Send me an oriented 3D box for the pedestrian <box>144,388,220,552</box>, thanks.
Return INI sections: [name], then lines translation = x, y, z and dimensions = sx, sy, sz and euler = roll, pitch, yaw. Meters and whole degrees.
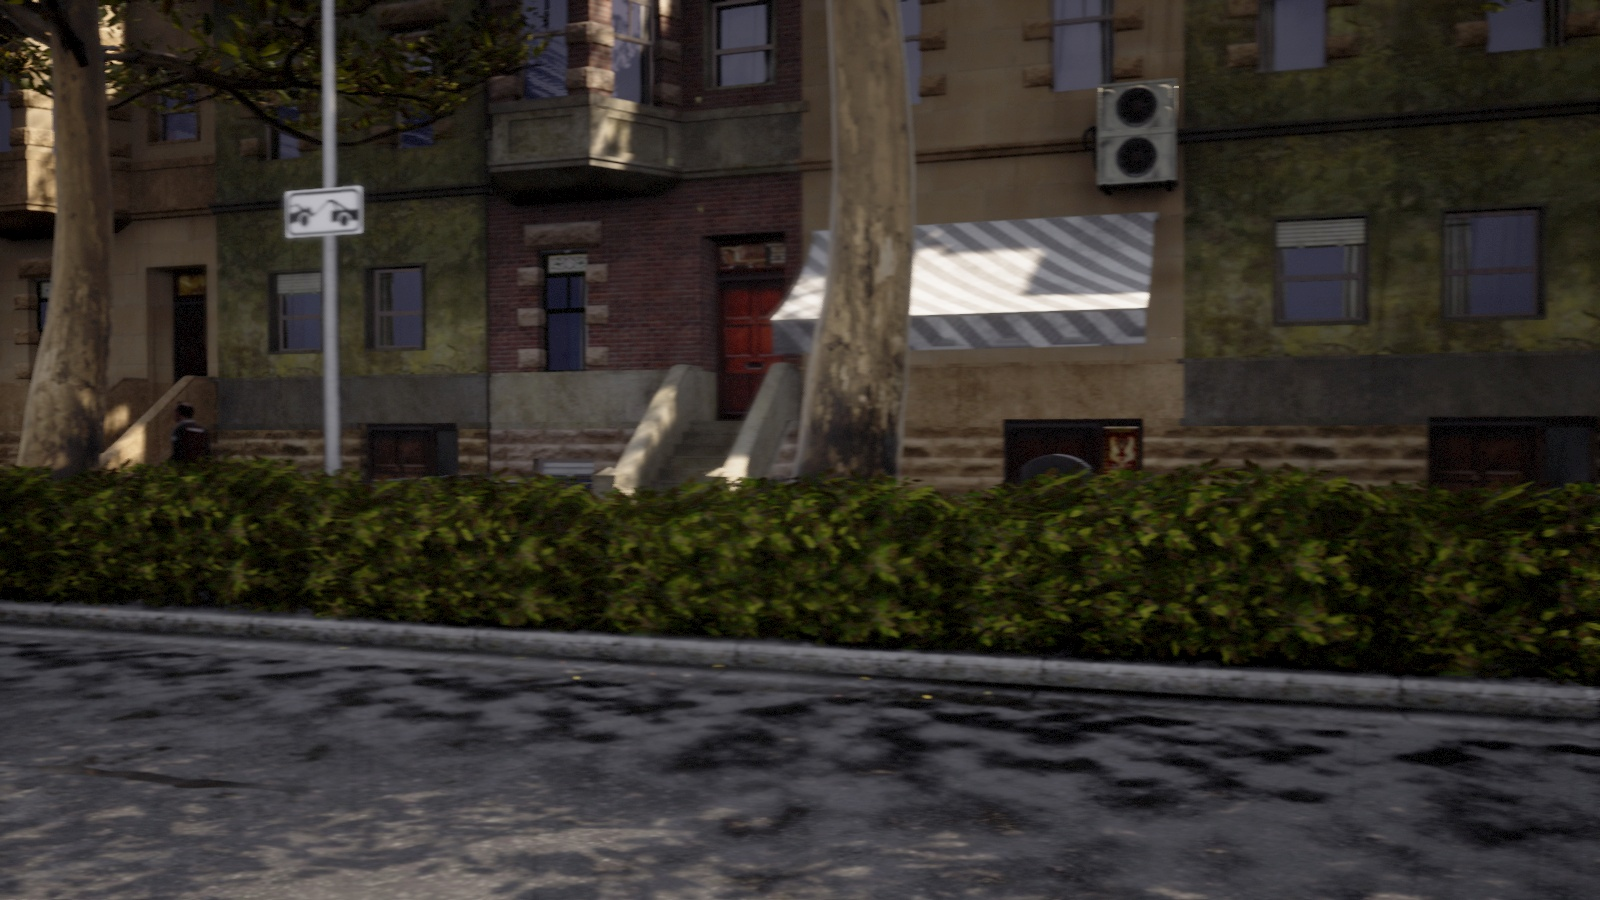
[pedestrian]
translation = -7.143, 0.224, 14.512
dimensions = 0.720, 1.854, 0.376
euler = 1, 1, 18
